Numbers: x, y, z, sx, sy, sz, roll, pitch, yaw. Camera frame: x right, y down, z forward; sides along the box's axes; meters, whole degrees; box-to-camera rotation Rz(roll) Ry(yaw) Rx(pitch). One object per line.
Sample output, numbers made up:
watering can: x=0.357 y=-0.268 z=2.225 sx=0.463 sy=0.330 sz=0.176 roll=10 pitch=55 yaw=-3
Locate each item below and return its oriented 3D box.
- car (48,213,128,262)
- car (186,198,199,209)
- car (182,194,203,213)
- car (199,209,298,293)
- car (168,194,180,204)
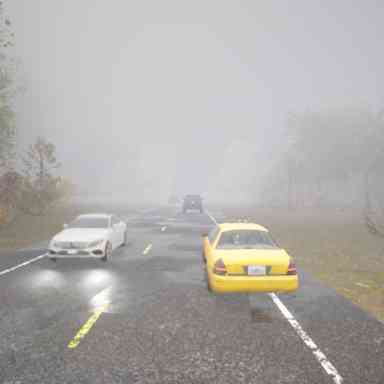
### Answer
car: x=-3.595 y=1.527 z=12.315 sx=1.812 sy=1.442 sz=4.674 roll=0 pitch=0 yaw=0
car: x=0.053 y=1.604 z=48.293 sx=1.812 sy=1.442 sz=4.674 roll=0 pitch=0 yaw=1
car: x=0.100 y=1.264 z=37.794 sx=2.150 sy=2.045 sz=5.566 roll=0 pitch=0 yaw=0
car: x=1.228 y=1.456 z=8.855 sx=1.801 sy=1.575 sz=5.366 roll=0 pitch=0 yaw=0
car: x=-3.475 y=1.356 z=66.113 sx=2.150 sy=2.045 sz=5.566 roll=0 pitch=0 yaw=0
